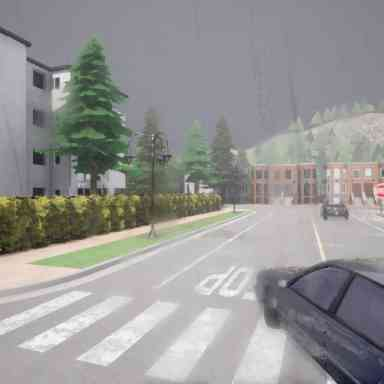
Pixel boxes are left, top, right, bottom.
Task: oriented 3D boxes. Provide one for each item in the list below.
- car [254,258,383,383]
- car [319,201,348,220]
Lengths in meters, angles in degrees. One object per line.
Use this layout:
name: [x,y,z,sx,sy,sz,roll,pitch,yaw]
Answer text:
car: [2.377,1.547,3.983,2.033,1.411,5.357,0,0,-7]
car: [12.031,1.484,28.394,2.128,1.511,4.902,0,0,16]
